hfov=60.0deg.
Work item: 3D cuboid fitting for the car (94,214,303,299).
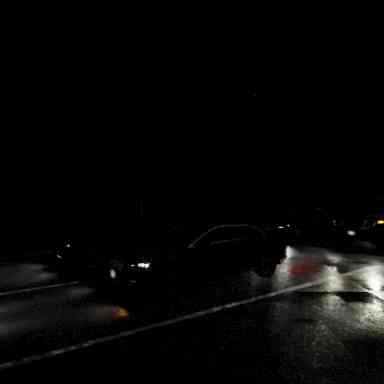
[{"bbox_3d":[0.326,1.485,8.524,4.902,1.511,2.128,0,0,-35],"label":"car"}]

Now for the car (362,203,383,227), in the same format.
[{"bbox_3d":[13.980,1.512,22.773,5.357,1.411,2.033,0,0,-37],"label":"car"}]

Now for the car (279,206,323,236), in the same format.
[{"bbox_3d":[5.439,1.485,16.549,4.892,1.490,1.837,0,0,-36],"label":"car"}]

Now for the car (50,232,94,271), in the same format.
[{"bbox_3d":[-2.108,1.595,11.098,4.718,1.301,1.895,0,0,-36],"label":"car"}]

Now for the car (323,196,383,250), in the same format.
[{"bbox_3d":[8.310,1.200,14.307,5.566,2.045,2.150,0,0,-36],"label":"car"}]
